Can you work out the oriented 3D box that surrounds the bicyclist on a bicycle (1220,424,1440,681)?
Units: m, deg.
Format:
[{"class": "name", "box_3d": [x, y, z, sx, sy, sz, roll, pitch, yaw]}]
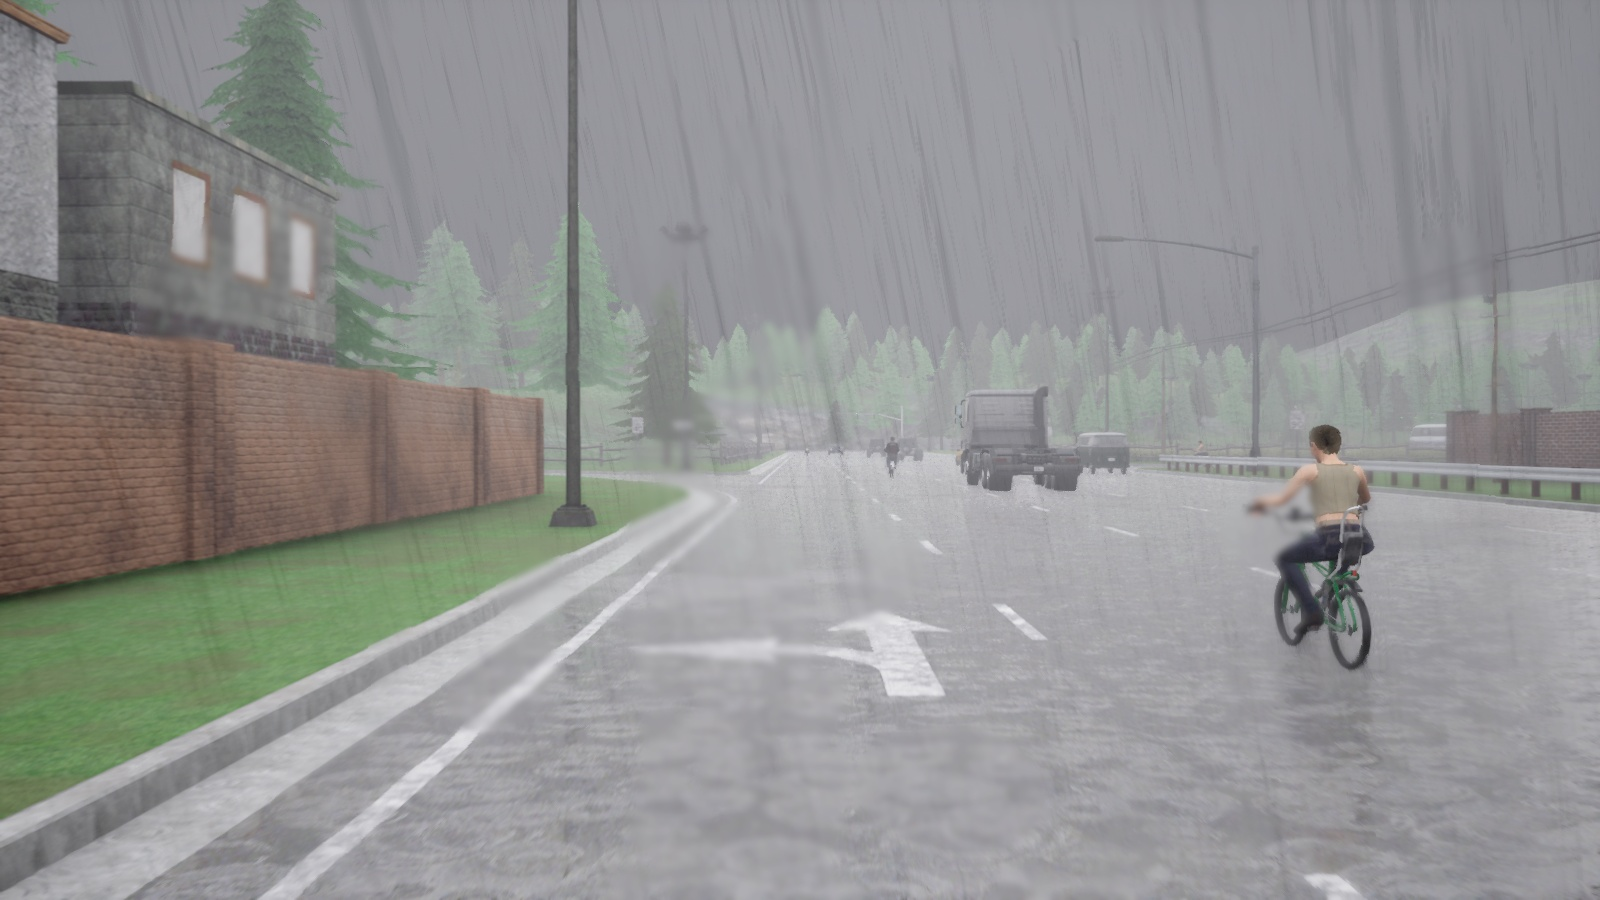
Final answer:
[{"class": "bicyclist on a bicycle", "box_3d": [3.569, 0.637, 8.617, 0.866, 1.612, 1.509, 0, 0, 0]}]

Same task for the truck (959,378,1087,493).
[{"class": "truck", "box_3d": [7.254, -0.466, 42.003, 2.891, 3.462, 7.936, 0, 0, 0]}]

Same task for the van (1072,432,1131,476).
[{"class": "van", "box_3d": [14.355, 0.173, 59.951, 1.775, 1.987, 4.442, 0, 0, 0]}]
